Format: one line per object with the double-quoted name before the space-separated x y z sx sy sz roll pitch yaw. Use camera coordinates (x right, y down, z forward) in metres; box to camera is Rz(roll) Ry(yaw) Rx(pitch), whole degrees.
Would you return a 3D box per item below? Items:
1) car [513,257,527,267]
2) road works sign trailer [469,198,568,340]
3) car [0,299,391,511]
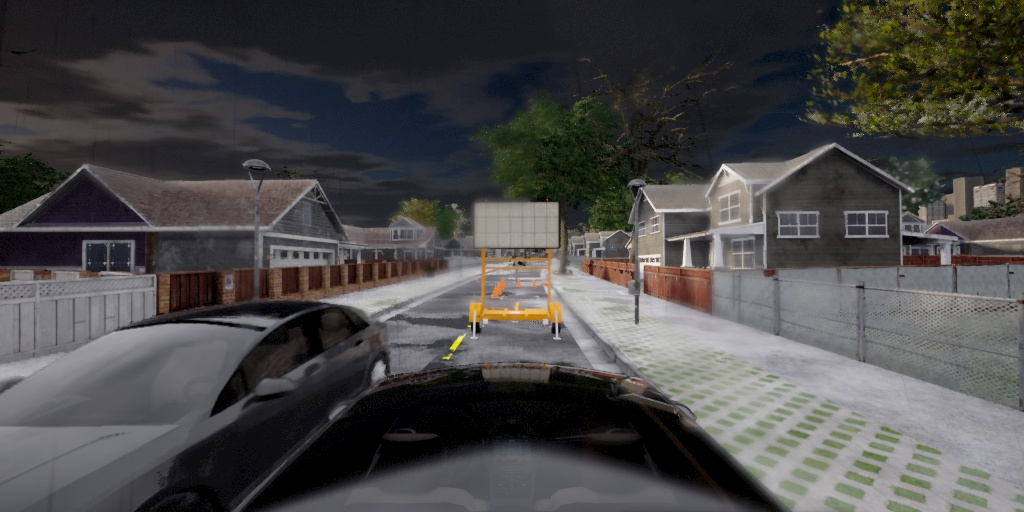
"car" 1.330 0.905 61.585 2.097 1.767 4.553 0 1 6
"road works sign trailer" 0.132 0.211 10.011 2.380 3.560 2.880 0 0 2
"car" -2.675 1.255 3.322 1.837 1.490 4.892 0 0 1
